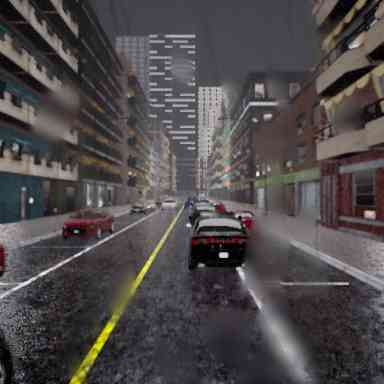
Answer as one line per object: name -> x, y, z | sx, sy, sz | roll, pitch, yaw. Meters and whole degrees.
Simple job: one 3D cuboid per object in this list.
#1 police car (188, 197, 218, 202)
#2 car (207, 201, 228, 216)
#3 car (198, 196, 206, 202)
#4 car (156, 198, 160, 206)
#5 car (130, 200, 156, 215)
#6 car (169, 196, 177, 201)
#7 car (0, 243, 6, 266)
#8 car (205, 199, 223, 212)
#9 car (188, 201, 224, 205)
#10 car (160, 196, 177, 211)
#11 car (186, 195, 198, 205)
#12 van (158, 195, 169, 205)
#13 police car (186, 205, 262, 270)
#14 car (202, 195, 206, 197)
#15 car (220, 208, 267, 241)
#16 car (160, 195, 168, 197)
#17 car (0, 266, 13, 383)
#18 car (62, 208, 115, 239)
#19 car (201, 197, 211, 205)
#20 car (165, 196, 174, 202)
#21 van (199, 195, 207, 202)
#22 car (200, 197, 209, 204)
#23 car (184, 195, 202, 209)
police car -> 0.823, 1.482, 27.251 | 1.930, 1.638, 5.238 | 0, 0, 0
car -> 2.570, 1.657, 34.598 | 1.802, 1.307, 4.206 | 1, 0, 0
car -> 2.566, 1.762, 85.974 | 1.752, 1.417, 4.829 | 0, 0, 0
car -> -5.310, 1.614, 40.106 | 1.752, 1.417, 4.829 | 1, 0, 0
car -> -5.310, 1.626, 34.586 | 2.008, 1.369, 4.403 | 1, 0, 0
car -> -5.315, 1.803, 91.484 | 1.887, 1.381, 4.507 | 0, 0, 0
car -> -5.308, 1.556, 6.138 | 1.887, 1.381, 4.507 | 1, 0, 0
car -> 2.570, 1.634, 40.288 | 1.887, 1.381, 4.507 | 1, 0, 0
car -> 0.823, 1.548, 21.141 | 1.837, 1.490, 4.892 | 0, 0, 0
car -> -2.845, 1.621, 42.527 | 1.812, 1.442, 4.674 | 0, 0, 0
car -> -0.004, 1.503, 62.166 | 2.097, 1.767, 4.553 | 0, 0, 0
van -> -5.311, 1.495, 63.035 | 1.690, 1.788, 3.998 | 1, 0, 0
police car -> 0.824, 1.447, 11.250 | 1.930, 1.638, 5.238 | 0, 0, 0
car -> 2.569, 1.645, 51.837 | 1.752, 1.417, 4.829 | 0, 0, 0
car -> 2.571, 1.617, 17.528 | 1.802, 1.307, 4.206 | 1, 0, 0
car -> -5.312, 1.681, 57.346 | 1.887, 1.381, 4.507 | 1, 0, 0
car -> -2.849, 1.567, 1.746 | 1.994, 1.385, 4.181 | 0, 0, 0
car -> -5.309, 1.579, 17.516 | 1.887, 1.381, 4.507 | 1, 0, 0
car -> 2.568, 1.680, 63.215 | 1.752, 1.417, 4.829 | 0, 0, 0
car -> -5.314, 1.760, 80.104 | 1.887, 1.381, 4.507 | 0, 0, 0
van -> 2.568, 1.556, 80.115 | 1.690, 1.788, 3.998 | 0, 0, 0
car -> 2.567, 1.755, 68.734 | 1.802, 1.307, 4.206 | 0, 0, 0
car -> 0.001, 1.460, 47.650 | 2.097, 1.767, 4.553 | 0, 0, 0
